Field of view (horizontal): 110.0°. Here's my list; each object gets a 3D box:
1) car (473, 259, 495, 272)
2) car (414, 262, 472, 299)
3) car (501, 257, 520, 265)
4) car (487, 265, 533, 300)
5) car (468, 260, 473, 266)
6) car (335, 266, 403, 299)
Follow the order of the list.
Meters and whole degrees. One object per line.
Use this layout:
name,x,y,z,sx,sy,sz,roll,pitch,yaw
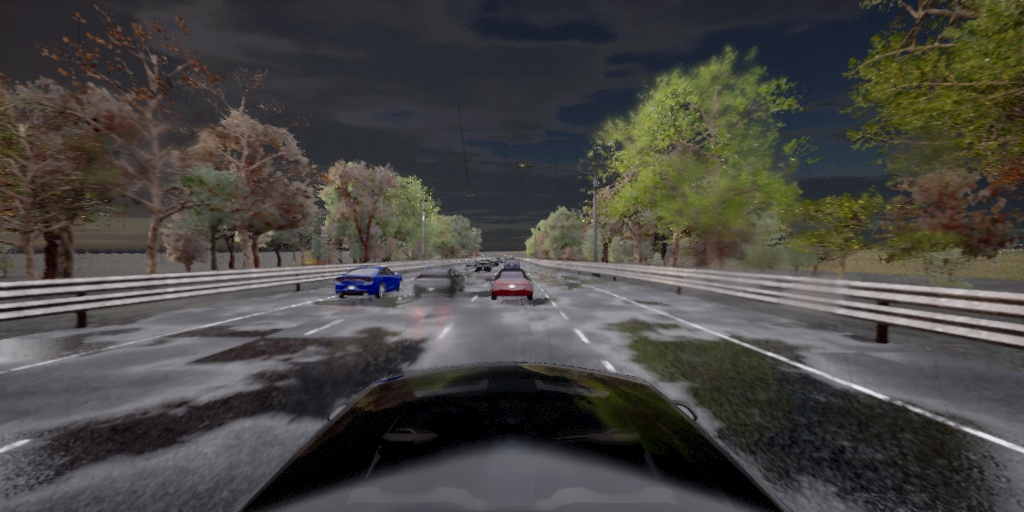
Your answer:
car,-3.503,1.278,45.719,1.837,1.490,4.892,0,0,0
car,-3.501,1.245,18.039,2.128,1.511,4.902,0,0,0
car,-0.003,1.125,47.615,2.097,1.767,4.553,0,0,0
car,-0.003,1.317,17.964,1.994,1.385,4.181,0,0,0
car,-7.005,1.340,63.774,2.033,1.411,5.357,0,0,0
car,-7.002,1.231,18.124,1.882,1.535,5.008,0,0,0
